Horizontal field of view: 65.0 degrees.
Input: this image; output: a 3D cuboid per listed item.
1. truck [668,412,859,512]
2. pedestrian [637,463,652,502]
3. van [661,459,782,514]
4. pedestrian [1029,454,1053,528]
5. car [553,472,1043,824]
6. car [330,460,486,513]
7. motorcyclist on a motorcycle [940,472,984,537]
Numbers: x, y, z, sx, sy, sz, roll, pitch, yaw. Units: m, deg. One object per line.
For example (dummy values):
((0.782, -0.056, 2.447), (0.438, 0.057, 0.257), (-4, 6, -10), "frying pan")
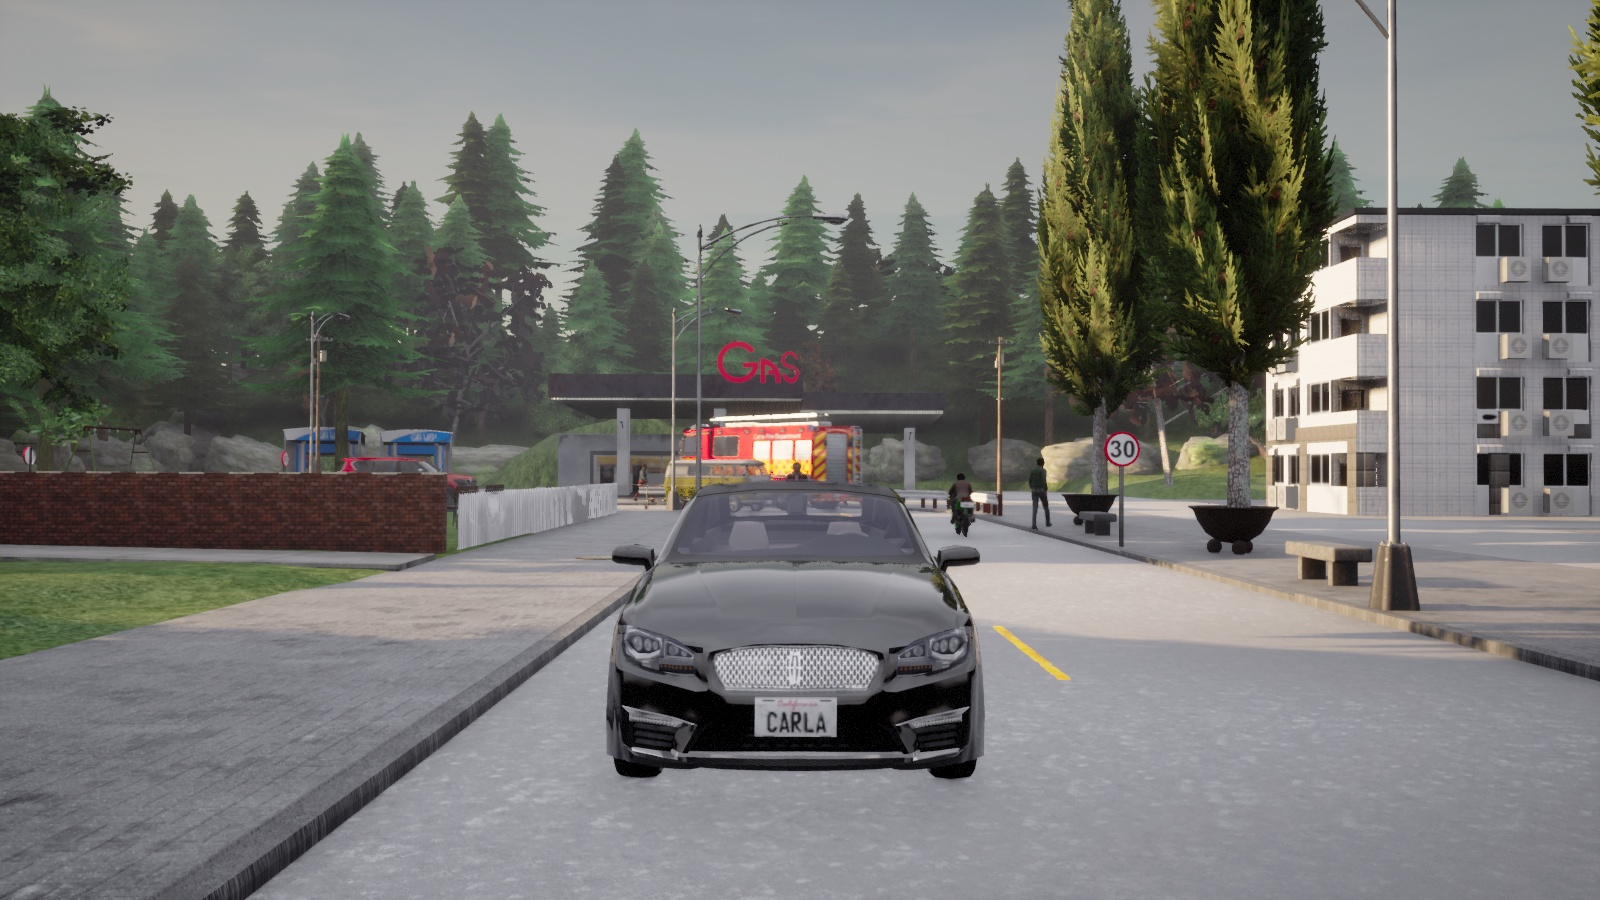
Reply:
((-1.677, 0.533, 52.213), (8.468, 3.827, 2.891), (-1, -1, 45), "truck")
((-7.327, 1.545, 59.172), (0.614, 1.847, 0.353), (0, -1, 4), "pedestrian")
((-3.026, 1.383, 47.923), (4.442, 1.987, 1.775), (-1, -1, 33), "van")
((6.108, 1.032, 31.800), (0.353, 1.847, 0.614), (-1, -1, 36), "pedestrian")
((-0.019, 0.903, 7.912), (2.128, 1.511, 4.902), (0, -1, 0), "car")
((-15.578, 1.436, 50.180), (5.566, 2.045, 2.150), (0, -1, 0), "car")
((3.935, 1.294, 30.608), (0.797, 1.523, 2.044), (0, -1, 0), "motorcyclist on a motorcycle")
